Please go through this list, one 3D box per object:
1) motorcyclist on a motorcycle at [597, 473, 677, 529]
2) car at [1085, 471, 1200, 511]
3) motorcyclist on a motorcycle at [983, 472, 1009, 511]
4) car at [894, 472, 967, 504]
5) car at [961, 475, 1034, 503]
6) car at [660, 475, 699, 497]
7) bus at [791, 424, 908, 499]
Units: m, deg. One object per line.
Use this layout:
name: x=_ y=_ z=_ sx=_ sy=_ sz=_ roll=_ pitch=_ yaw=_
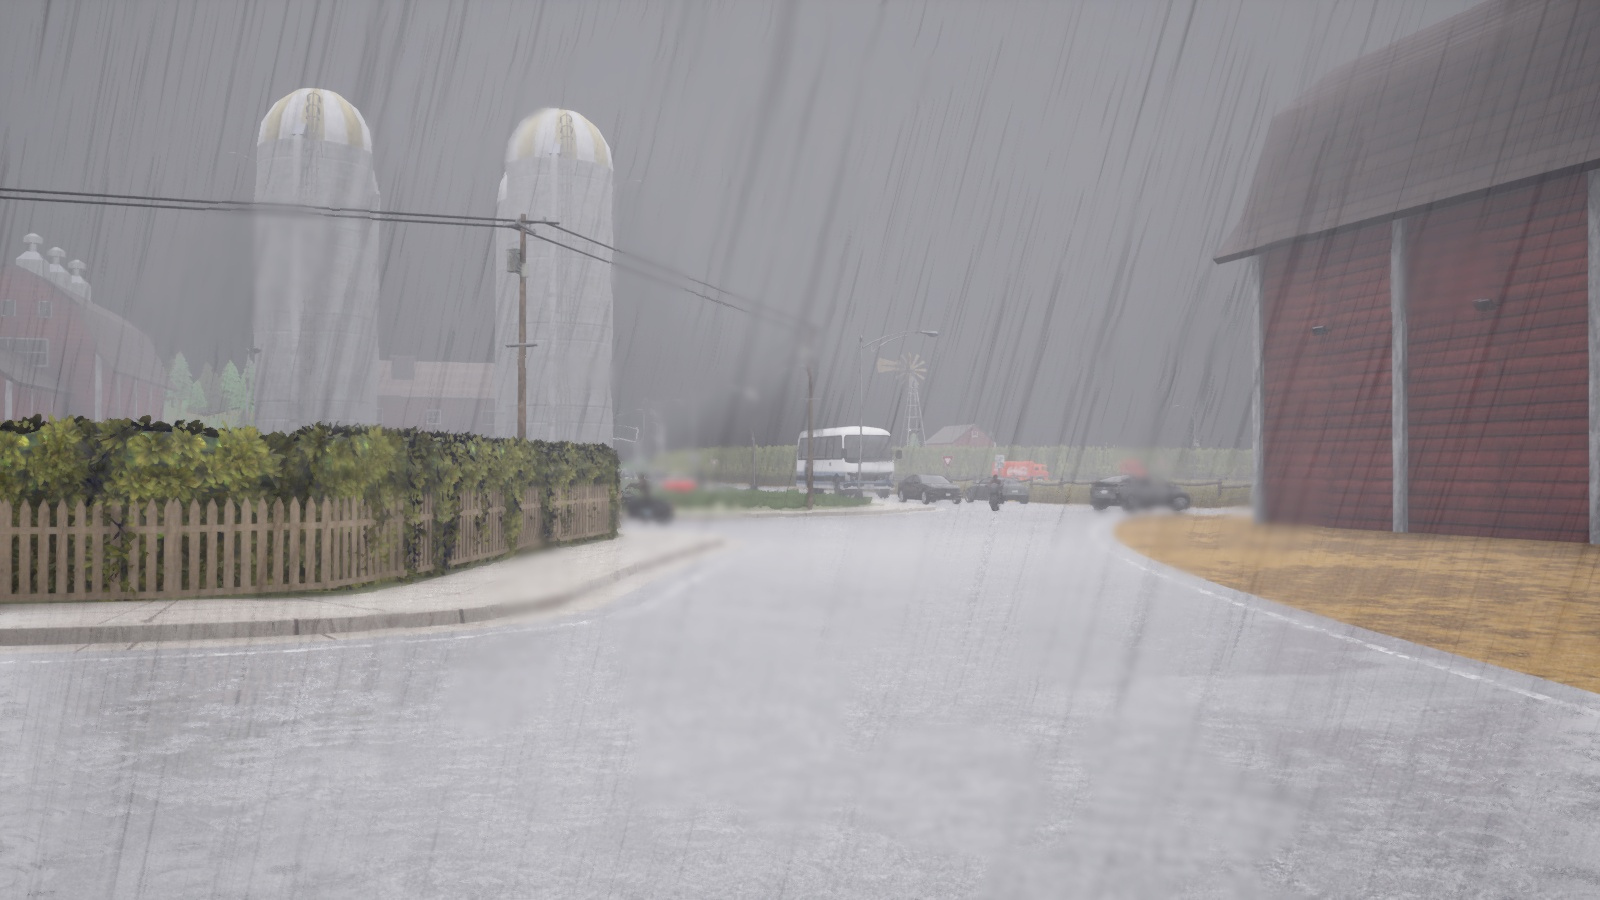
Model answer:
motorcyclist on a motorcycle: x=-4.969 y=1.548 z=38.340 sx=2.350 sy=1.649 sz=0.766 roll=0 pitch=-1 yaw=-3
car: x=13.770 y=1.623 z=50.441 sx=4.514 sy=1.525 sz=2.007 roll=1 pitch=-1 yaw=-34
motorcyclist on a motorcycle: x=7.958 y=1.677 z=50.960 sx=0.797 sy=1.523 sz=2.044 roll=-1 pitch=-1 yaw=15
car: x=6.552 y=1.890 z=63.757 sx=1.882 sy=1.535 sz=5.008 roll=0 pitch=-1 yaw=-17
car: x=10.056 y=1.968 z=64.246 sx=1.994 sy=1.385 sz=4.181 roll=0 pitch=-1 yaw=-18
car: x=-7.658 y=2.263 z=80.007 sx=2.207 sy=1.376 sz=1.481 roll=0 pitch=-1 yaw=-17
bus: x=2.820 y=0.731 z=76.197 sx=3.944 sy=4.253 sz=10.273 roll=0 pitch=-1 yaw=-17
